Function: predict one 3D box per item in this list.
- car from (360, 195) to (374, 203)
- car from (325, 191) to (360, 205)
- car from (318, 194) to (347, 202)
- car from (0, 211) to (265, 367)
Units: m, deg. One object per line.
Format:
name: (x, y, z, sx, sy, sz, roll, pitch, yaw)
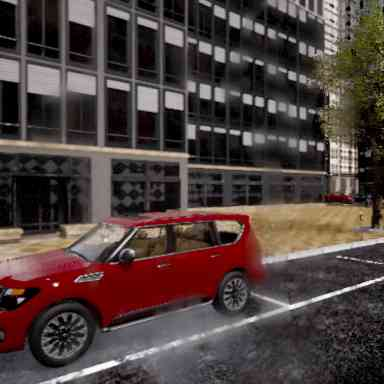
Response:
car: (27.538, 1.060, 52.950, 1.947, 1.339, 4.313, 1, 0, -36)
car: (20.781, 0.836, 48.000, 2.192, 1.841, 5.009, 1, 0, -36)
car: (24.224, 0.971, 57.489, 1.802, 1.307, 4.206, 1, 0, -36)
car: (-0.860, 1.315, 5.948, 5.009, 1.841, 2.192, 0, 0, -35)
